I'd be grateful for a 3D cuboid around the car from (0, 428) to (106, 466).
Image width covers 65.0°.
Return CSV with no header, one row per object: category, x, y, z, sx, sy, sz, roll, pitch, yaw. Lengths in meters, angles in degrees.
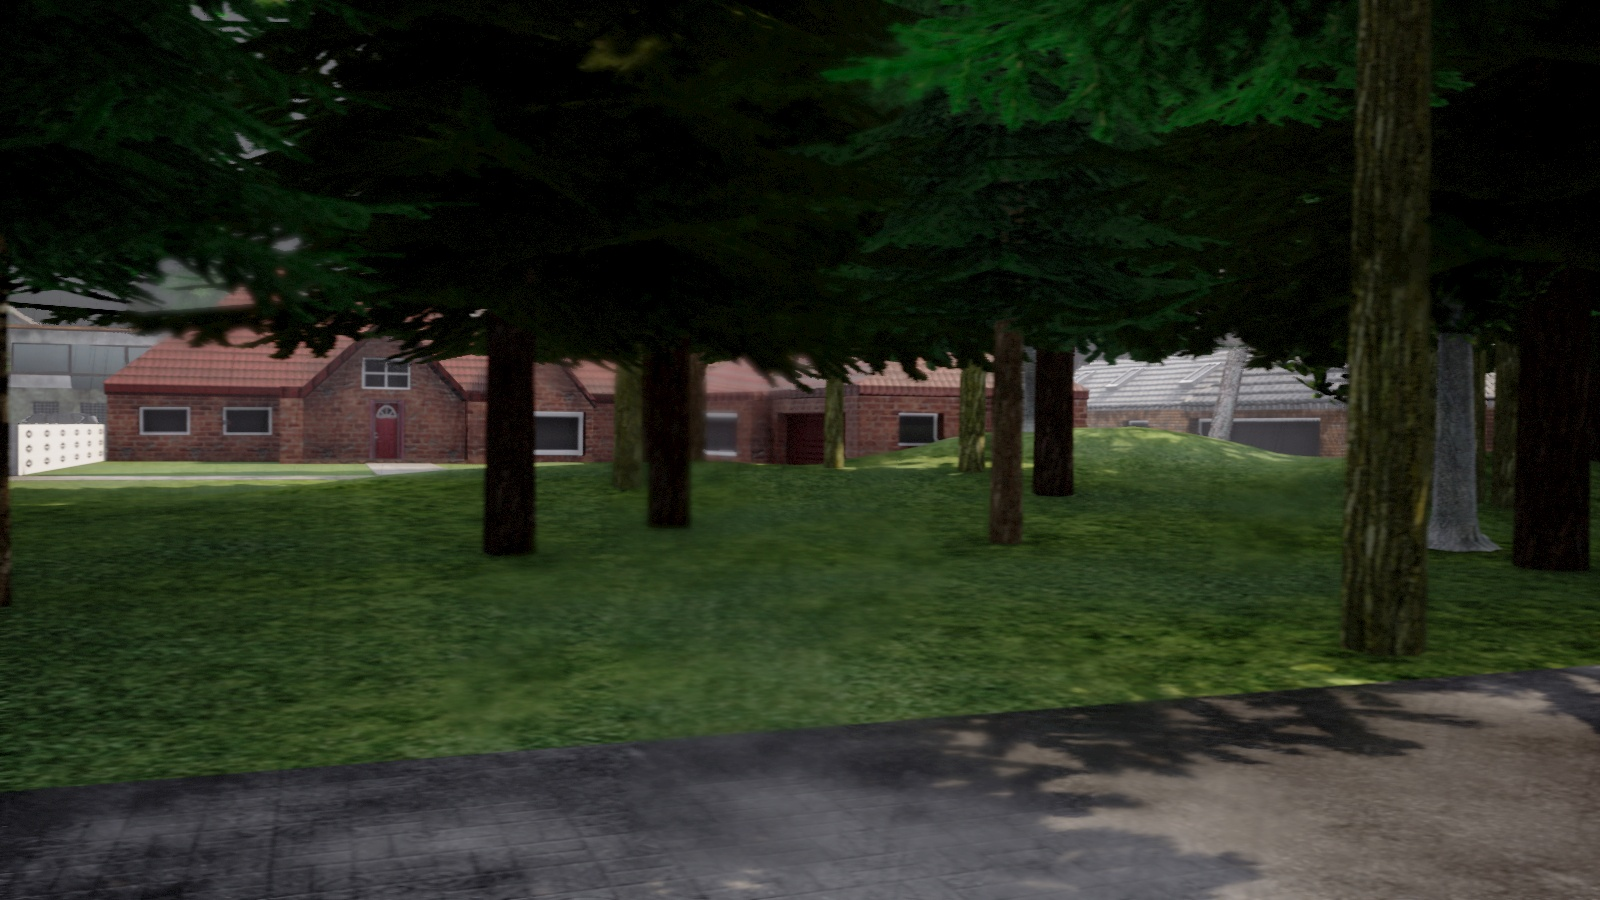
car,-42.665,-0.180,71.182,5.566,2.045,2.150,-1,1,-20
